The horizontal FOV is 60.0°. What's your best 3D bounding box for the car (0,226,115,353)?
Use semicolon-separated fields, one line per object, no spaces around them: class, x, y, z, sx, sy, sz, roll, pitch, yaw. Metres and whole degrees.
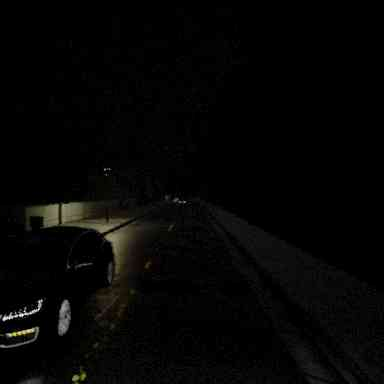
car;-2.847;1.517;6.554;1.837;1.490;4.892;0;0;0

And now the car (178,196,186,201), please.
car;-2.718;1.858;93.244;1.994;1.385;4.181;0;0;0
